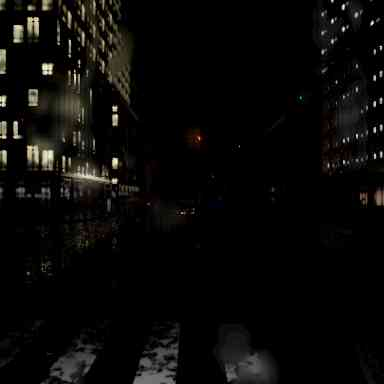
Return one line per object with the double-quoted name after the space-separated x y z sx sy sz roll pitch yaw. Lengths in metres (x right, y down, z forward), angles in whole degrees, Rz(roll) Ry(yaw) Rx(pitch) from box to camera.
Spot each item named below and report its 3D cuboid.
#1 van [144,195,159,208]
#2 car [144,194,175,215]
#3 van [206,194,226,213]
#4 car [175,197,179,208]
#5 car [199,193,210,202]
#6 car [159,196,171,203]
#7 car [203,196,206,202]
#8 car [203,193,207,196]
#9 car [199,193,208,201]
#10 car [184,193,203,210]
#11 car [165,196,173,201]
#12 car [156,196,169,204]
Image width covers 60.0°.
-5.702 1.315 47.037 1.690 1.788 3.998 0 0 0 "van"
-3.182 1.204 33.612 2.150 2.045 5.566 0 0 0 "car"
2.735 1.321 35.919 1.690 1.788 3.998 0 0 0 "van"
-3.129 1.502 43.591 1.812 1.442 4.674 0 0 0 "car"
2.821 1.271 74.690 2.192 1.841 5.009 0 0 0 "car"
-5.589 1.511 69.193 2.008 1.369 4.403 0 0 0 "car"
2.672 1.522 41.457 1.887 1.381 4.507 0 0 0 "car"
2.764 1.278 63.611 2.192 1.841 5.009 0 0 0 "car"
2.879 1.263 85.769 2.192 1.841 5.009 0 0 0 "car"
0.064 1.328 43.434 2.097 1.767 4.553 0 0 0 "car"
-5.531 1.534 80.272 1.802 1.307 4.206 0 0 0 "car"
-5.617 1.530 63.654 1.947 1.339 4.313 0 0 0 "car"
